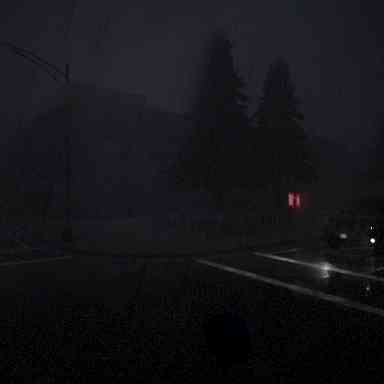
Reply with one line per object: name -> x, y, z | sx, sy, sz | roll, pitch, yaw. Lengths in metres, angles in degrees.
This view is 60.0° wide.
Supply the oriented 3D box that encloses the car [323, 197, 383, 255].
car -> 7.729, 1.248, 13.728 | 5.566, 2.045, 2.150 | 0, 0, -37
